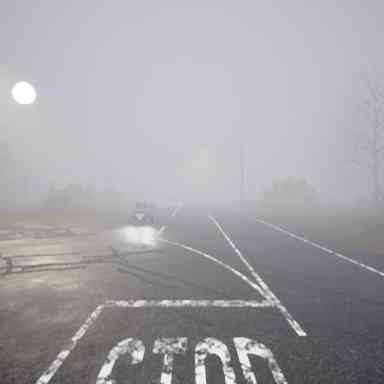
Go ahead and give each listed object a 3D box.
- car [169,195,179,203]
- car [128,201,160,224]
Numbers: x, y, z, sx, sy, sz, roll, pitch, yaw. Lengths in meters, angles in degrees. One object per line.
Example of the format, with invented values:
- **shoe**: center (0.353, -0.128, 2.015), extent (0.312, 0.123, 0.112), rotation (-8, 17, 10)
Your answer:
- **car**: center (-3.683, 1.434, 68.965), extent (2.128, 1.511, 4.902), rotation (0, 0, 0)
- **car**: center (-3.518, 1.480, 24.941), extent (2.128, 1.511, 4.902), rotation (0, 0, 0)
